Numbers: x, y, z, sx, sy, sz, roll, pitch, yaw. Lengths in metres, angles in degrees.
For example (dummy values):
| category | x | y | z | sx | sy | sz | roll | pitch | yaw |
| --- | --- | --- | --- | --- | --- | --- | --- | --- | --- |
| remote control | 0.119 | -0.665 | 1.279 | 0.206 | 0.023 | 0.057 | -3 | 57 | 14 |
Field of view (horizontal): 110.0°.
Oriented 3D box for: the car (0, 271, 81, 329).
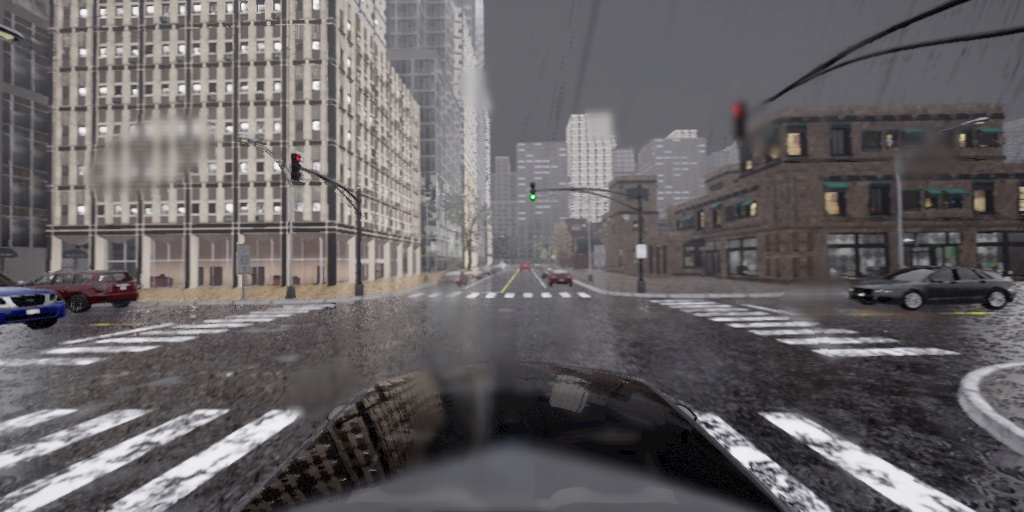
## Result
| category | x | y | z | sx | sy | sz | roll | pitch | yaw |
| --- | --- | --- | --- | --- | --- | --- | --- | --- | --- |
| car | -17.291 | 1.382 | 10.955 | 5.566 | 2.045 | 2.150 | -1 | -1 | 1 |

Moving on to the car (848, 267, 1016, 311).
| category | x | y | z | sx | sy | sz | roll | pitch | yaw |
| --- | --- | --- | --- | --- | --- | --- | --- | --- | --- |
| car | 15.553 | 1.164 | 13.444 | 4.892 | 1.490 | 1.837 | -1 | -1 | 1 |

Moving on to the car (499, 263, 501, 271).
| category | x | y | z | sx | sy | sz | roll | pitch | yaw |
| --- | --- | --- | --- | --- | --- | --- | --- | --- | --- |
| car | -3.399 | 2.254 | 62.106 | 1.948 | 1.339 | 4.313 | 0 | 0 | 2 |

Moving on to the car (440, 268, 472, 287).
| category | x | y | z | sx | sy | sz | roll | pitch | yaw |
| --- | --- | --- | --- | --- | --- | --- | --- | --- | --- |
| car | -4.624 | 1.778 | 28.887 | 1.802 | 1.307 | 4.207 | 0 | 0 | 2 |

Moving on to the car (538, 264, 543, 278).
| category | x | y | z | sx | sy | sz | roll | pitch | yaw |
| --- | --- | --- | --- | --- | --- | --- | --- | --- | --- |
| car | 4.159 | 1.854 | 39.653 | 1.802 | 1.307 | 4.207 | 0 | 0 | 2 |

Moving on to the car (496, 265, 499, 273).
| category | x | y | z | sx | sy | sz | roll | pitch | yaw |
| --- | --- | --- | --- | --- | --- | --- | --- | --- | --- |
| car | -3.603 | 2.170 | 56.569 | 1.948 | 1.339 | 4.313 | 0 | 0 | 2 |

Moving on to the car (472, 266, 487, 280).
| category | x | y | z | sx | sy | sz | roll | pitch | yaw |
| --- | --- | --- | --- | --- | --- | --- | --- | --- | --- |
| car | -4.222 | 1.884 | 39.790 | 1.751 | 1.417 | 4.829 | 0 | 0 | 2 |

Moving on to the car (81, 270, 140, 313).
| category | x | y | z | sx | sy | sz | roll | pitch | yaw |
| --- | --- | --- | --- | --- | --- | --- | --- | --- | --- |
| car | -20.509 | 1.622 | 16.798 | 5.009 | 1.841 | 2.192 | 0 | 0 | 1 |

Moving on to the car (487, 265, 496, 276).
| category | x | y | z | sx | sy | sz | roll | pitch | yaw |
| --- | --- | --- | --- | --- | --- | --- | --- | --- | --- |
| car | -3.807 | 2.072 | 51.033 | 2.007 | 1.370 | 4.403 | 0 | 0 | 2 |

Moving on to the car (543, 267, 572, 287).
| category | x | y | z | sx | sy | sz | roll | pitch | yaw |
| --- | --- | --- | --- | --- | --- | --- | --- | --- | --- |
| car | 3.752 | 1.655 | 28.580 | 1.888 | 1.381 | 4.507 | 0 | 0 | 2 |
